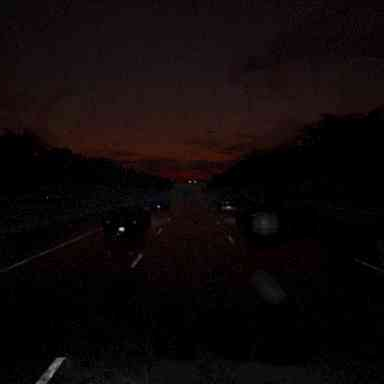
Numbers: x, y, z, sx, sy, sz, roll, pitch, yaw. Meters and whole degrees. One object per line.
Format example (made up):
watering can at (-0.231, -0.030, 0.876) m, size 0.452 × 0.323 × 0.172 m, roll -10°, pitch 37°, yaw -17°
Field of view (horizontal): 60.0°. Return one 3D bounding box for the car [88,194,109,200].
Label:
car at (-14.049, 1.171, 51.336) m, size 1.837 × 1.490 × 4.892 m, roll 0°, pitch 1°, yaw 0°

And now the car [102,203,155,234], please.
car at (-3.391, 1.476, 18.263) m, size 1.895 × 1.301 × 4.718 m, roll 0°, pitch 0°, yaw 0°

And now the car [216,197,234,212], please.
car at (3.616, 1.259, 34.971) m, size 2.128 × 1.511 × 4.902 m, roll 0°, pitch 0°, yaw 0°

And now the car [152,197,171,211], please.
car at (-3.384, 1.287, 36.015) m, size 1.812 × 1.442 × 4.674 m, roll 0°, pitch 0°, yaw 0°

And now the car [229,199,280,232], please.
car at (3.609, 1.363, 18.900) m, size 2.128 × 1.511 × 4.902 m, roll 0°, pitch 0°, yaw 0°

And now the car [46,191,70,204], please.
car at (-21.031, 0.879, 52.682) m, size 2.150 × 2.045 × 5.566 m, roll 0°, pitch 1°, yaw 1°

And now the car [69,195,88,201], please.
car at (-17.532, 1.219, 53.414) m, size 1.994 × 1.385 × 4.181 m, roll 0°, pitch 0°, yaw 0°
